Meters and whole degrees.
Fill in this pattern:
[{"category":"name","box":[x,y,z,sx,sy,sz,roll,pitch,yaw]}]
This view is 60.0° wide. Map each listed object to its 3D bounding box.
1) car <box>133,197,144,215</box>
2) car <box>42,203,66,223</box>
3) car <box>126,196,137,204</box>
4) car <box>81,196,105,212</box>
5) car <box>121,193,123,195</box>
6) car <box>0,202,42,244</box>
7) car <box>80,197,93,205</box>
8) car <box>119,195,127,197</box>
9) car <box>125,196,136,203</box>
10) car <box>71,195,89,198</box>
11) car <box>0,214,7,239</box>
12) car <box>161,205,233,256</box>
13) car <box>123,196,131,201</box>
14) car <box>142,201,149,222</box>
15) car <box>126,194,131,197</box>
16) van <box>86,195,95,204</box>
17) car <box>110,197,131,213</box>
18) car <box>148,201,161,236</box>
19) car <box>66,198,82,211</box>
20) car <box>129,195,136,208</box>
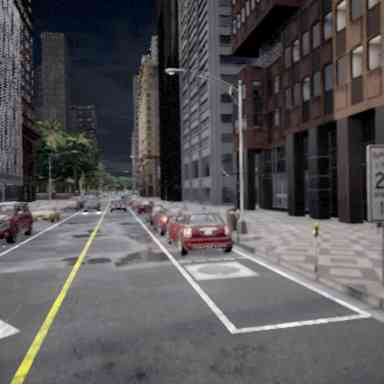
[{"category":"car","box":[-4.739,1.551,34.395,1.887,1.381,4.507,-1,0,-13]},{"category":"car","box":[-11.791,1.683,27.035,1.752,1.417,4.829,-1,0,-13]},{"category":"car","box":[-12.043,1.628,66.115,1.887,1.381,4.507,-1,0,-13]},{"category":"car","box":[-12.293,1.639,41.538,1.837,1.490,4.892,-1,0,-13]},{"category":"car","box":[-15.698,1.442,81.975,2.192,1.841,5.009,-1,0,-13]},{"category":"car","box":[-9.399,1.453,16.625,2.192,1.841,5.009,-1,0,-13]},{"category":"car","box":[-20.351,1.790,64.214,1.887,1.381,4.507,-1,0,-13]},{"category":"car","box":[-10.876,1.570,48.766,1.882,1.535,5.008,-1,0,-13]},{"category":"car","box":[-13.259,1.649,71.401,2.008,1.369,4.403,-1,0,-13]},{"category":"car","box":[-16.704,1.519,48.351,2.192,1.841,5.009,-1,0,-13]},{"category":"car","box":[-8.176,1.695,11.338,1.947,1.339,4.313,-1,0,-13]},{"category":"car","box":[0.128,1.407,13.248,1.967,1.590,4.097,-1,0,-13]},{"category":"car","box":[-18.127,1.719,92.549,1.947,1.339,4.313,-1,0,-13]},{"category":"car","box":[-2.303,1.568,23.822,1.802,1.307,4.206,-1,0,-13]},{"category":"car","box":[-9.610,1.495,55.541,1.967,1.590,4.097,-1,0,-13]},{"category":"van","box":[-22.790,1.616,74.790,1.690,1.788,3.998,-1,0,-13]},{"category":"car","box":[-8.603,1.617,39.023,2.033,1.411,5.357,-1,0,-12]},{"category":"car","box":[-1.089,1.416,18.535,1.967,1.590,4.097,-1,0,-13]},{"category":"car","box":[-15.480,1.774,43.064,1.802,1.307,4.206,-1,0,-13]},{"category":"car","box":[-7.211,1.555,45.134,1.752,1.417,4.829,-1,0,-13]}]
